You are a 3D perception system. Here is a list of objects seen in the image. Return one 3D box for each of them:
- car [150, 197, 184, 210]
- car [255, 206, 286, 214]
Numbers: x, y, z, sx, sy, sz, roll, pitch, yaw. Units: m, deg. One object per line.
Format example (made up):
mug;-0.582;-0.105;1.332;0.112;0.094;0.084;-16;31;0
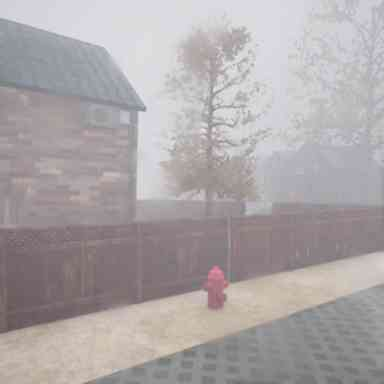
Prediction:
car;-3.062;1.575;38.198;2.150;2.045;5.566;2;-1;-34
car;6.506;1.732;24.413;1.994;1.385;4.181;2;-2;-35
